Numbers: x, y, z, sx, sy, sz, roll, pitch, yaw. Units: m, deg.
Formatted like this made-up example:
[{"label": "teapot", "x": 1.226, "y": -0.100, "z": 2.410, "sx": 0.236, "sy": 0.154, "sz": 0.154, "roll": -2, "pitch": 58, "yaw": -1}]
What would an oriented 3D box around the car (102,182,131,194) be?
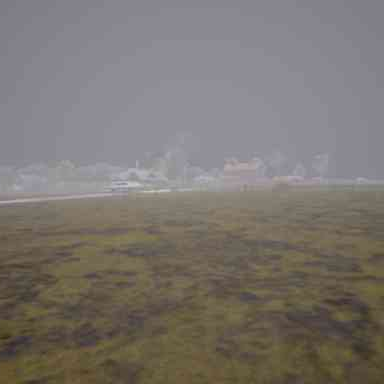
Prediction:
[{"label": "car", "x": -13.585, "y": -0.776, "z": 59.950, "sx": 2.150, "sy": 2.045, "sz": 5.566, "roll": 1, "pitch": 3, "yaw": 37}]
